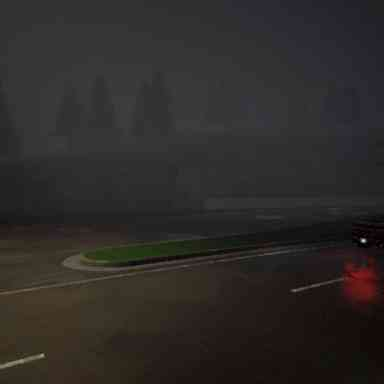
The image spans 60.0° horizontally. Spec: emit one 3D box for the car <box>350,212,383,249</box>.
[{"bbox_3d":[8.461,1.514,13.050,4.892,1.490,1.837,0,0,-23],"label":"car"}]
